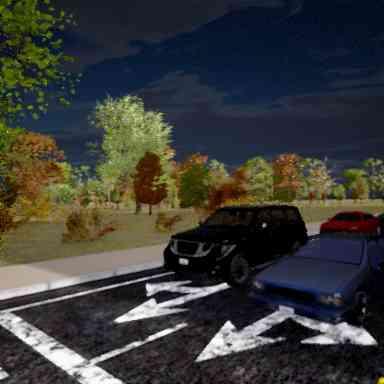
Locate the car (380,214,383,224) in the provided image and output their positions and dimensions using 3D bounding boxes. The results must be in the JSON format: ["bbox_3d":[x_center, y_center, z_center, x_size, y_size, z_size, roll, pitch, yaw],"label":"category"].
[{"bbox_3d":[10.004,1.733,14.571,1.812,1.442,4.674,-2,-2,43],"label":"car"}]

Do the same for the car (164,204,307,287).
[{"bbox_3d":[1.675,1.434,10.451,2.150,2.045,5.566,-2,-2,43],"label":"car"}]

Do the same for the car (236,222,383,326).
[{"bbox_3d":[3.539,1.679,7.625,5.357,1.411,2.033,1,-2,-44],"label":"car"}]

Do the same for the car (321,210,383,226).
[{"bbox_3d":[8.519,1.769,17.741,1.882,1.535,5.008,-2,-2,43],"label":"car"}]
